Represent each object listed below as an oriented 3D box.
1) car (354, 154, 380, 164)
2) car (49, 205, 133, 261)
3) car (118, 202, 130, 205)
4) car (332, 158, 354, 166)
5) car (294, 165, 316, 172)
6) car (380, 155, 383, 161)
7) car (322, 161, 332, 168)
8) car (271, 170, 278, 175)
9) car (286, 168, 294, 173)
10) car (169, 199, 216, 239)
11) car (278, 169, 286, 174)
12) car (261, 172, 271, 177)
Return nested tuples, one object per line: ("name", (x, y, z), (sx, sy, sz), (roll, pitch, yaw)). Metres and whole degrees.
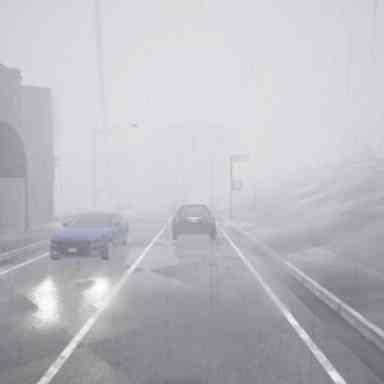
("car", (22.094, -3.826, 40.218), (2.002, 1.452, 4.674), (0, 1, -2))
("car", (-3.610, 1.476, 12.533), (1.882, 1.535, 5.008), (0, 0, 0))
("car", (-11.115, 2.370, 54.420), (1.994, 1.385, 4.181), (-1, -2, -28))
("car", (21.861, -3.963, 45.760), (2.231, 1.521, 4.892), (0, 1, -1))
("car", (21.494, -4.298, 62.214), (2.185, 1.767, 4.553), (0, 1, -1))
("car", (22.446, -3.765, 34.681), (2.097, 1.535, 5.008), (0, 1, -4))
("car", (21.732, -4.041, 51.278), (2.231, 1.521, 4.892), (0, 1, -1))
("car", (21.131, -4.489, 78.899), (2.185, 1.767, 4.553), (0, 1, -1))
("car", (21.375, -4.197, 67.708), (2.002, 1.452, 4.674), (0, 1, -1))
("car", (0.100, 1.366, 17.668), (2.097, 1.767, 4.553), (0, 0, 0))
("car", (21.251, -4.429, 73.380), (2.185, 1.767, 4.553), (0, 1, -1))
("car", (20.891, -4.472, 89.914), (2.231, 1.521, 4.892), (0, 1, -1))
